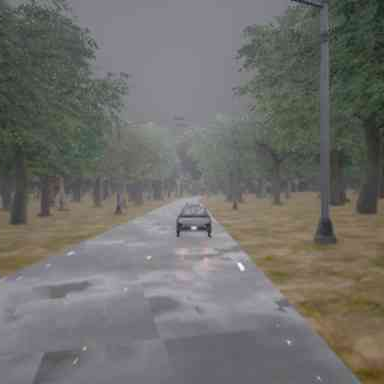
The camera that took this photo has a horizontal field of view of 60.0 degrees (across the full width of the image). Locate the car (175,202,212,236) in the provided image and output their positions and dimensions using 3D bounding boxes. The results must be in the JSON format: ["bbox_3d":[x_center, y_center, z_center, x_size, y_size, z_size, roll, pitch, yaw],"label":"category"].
[{"bbox_3d":[0.095,1.547,18.632,2.128,1.511,4.902,0,0,0],"label":"car"}]

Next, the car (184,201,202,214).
[{"bbox_3d":[0.089,1.729,37.443,1.895,1.301,4.718,0,0,0],"label":"car"}]
